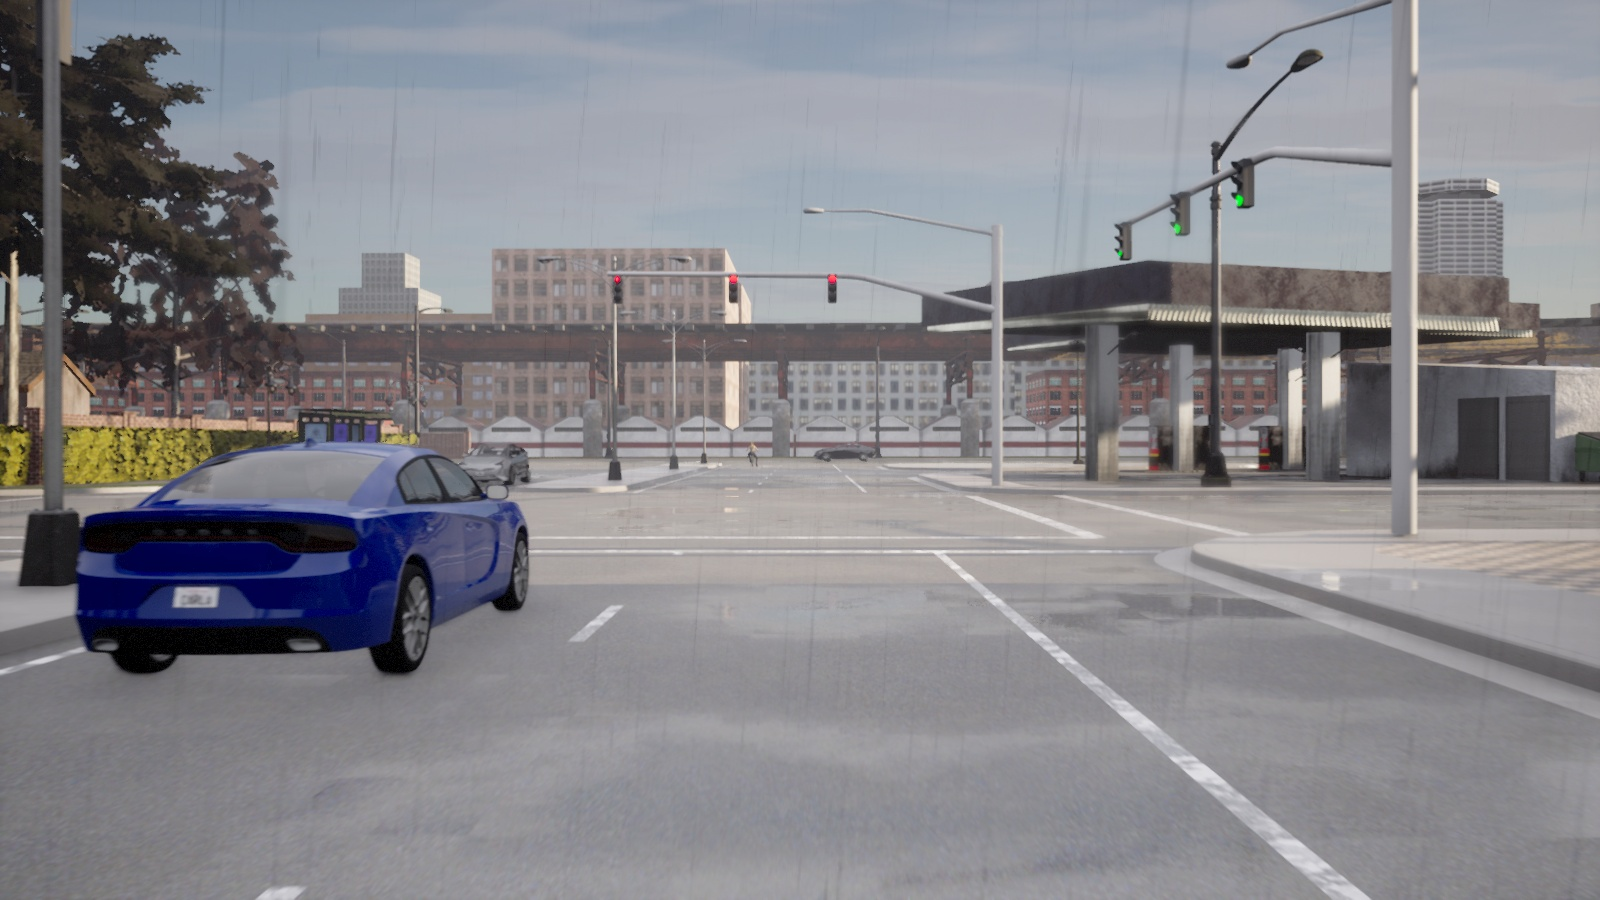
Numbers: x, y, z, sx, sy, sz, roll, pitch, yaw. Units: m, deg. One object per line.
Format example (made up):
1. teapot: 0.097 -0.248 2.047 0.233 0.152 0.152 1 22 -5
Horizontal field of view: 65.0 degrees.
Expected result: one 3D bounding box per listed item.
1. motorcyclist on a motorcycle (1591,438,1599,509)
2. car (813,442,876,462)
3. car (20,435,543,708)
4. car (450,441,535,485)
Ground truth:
1. motorcyclist on a motorcycle: 19.730 0.543 29.075 2.350 1.649 0.766 0 0 -1
2. car: 3.475 0.156 98.708 4.902 1.511 2.128 0 0 1
3. car: -3.431 0.670 9.573 1.882 1.535 5.008 0 0 0
4. car: -11.224 0.433 46.193 2.007 1.525 4.514 0 0 0
